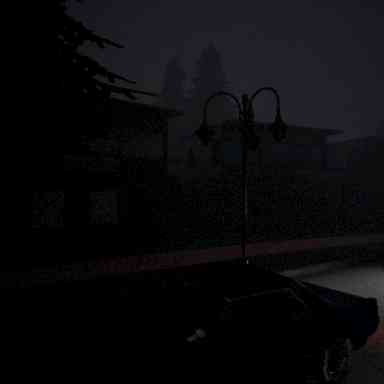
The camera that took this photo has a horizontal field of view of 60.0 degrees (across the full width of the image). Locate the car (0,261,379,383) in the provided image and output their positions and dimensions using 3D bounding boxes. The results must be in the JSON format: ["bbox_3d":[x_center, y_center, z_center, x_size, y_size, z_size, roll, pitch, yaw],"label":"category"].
[{"bbox_3d":[0.093,1.617,3.889,4.718,1.301,1.895,1,0,-34],"label":"car"}]
